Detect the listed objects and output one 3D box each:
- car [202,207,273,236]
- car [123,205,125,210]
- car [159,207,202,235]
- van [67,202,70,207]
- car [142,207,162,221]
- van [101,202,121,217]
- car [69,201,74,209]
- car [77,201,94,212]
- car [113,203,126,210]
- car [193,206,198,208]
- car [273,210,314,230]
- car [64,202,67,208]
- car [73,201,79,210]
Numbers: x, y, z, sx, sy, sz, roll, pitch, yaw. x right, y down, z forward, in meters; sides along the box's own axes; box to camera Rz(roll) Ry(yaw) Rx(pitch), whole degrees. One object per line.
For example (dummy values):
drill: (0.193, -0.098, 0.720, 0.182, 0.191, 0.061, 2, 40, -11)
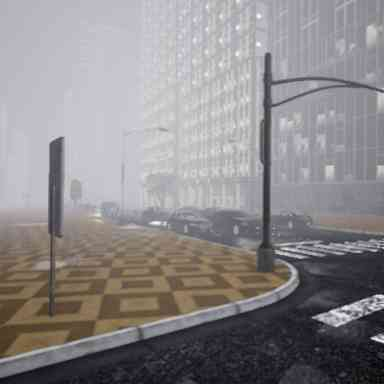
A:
car: (2.768, 1.867, 21.532, 1.882, 1.535, 5.008, 1, -1, -25)
car: (-12.630, 2.413, 52.465, 2.097, 1.767, 4.553, 1, -2, -27)
car: (-0.240, 1.930, 21.719, 2.008, 1.369, 4.403, 0, -1, -27)
van: (-25.448, 2.811, 71.999, 1.690, 1.788, 3.998, 0, -1, -27)
car: (-3.694, 2.223, 34.419, 1.994, 1.385, 4.181, 1, -1, -27)
van: (-10.325, 2.145, 41.834, 1.690, 1.788, 3.998, 0, -1, -27)
car: (-22.926, 2.901, 66.969, 1.887, 1.381, 4.507, 0, -1, -27)
car: (-17.885, 2.684, 56.913, 2.008, 1.369, 4.403, 0, -1, -27)
car: (-15.434, 3.063, 70.722, 1.802, 1.307, 4.206, 0, -1, -27)
car: (2.210, 2.280, 35.528, 1.947, 1.339, 4.313, 0, -1, -27)
car: (7.251, 2.054, 25.472, 2.008, 1.369, 4.403, 0, -1, -27)
car: (-30.487, 3.241, 82.051, 1.887, 1.381, 4.507, 0, -1, -27)
car: (-20.330, 2.766, 61.790, 1.752, 1.417, 4.829, 0, -1, -27)
